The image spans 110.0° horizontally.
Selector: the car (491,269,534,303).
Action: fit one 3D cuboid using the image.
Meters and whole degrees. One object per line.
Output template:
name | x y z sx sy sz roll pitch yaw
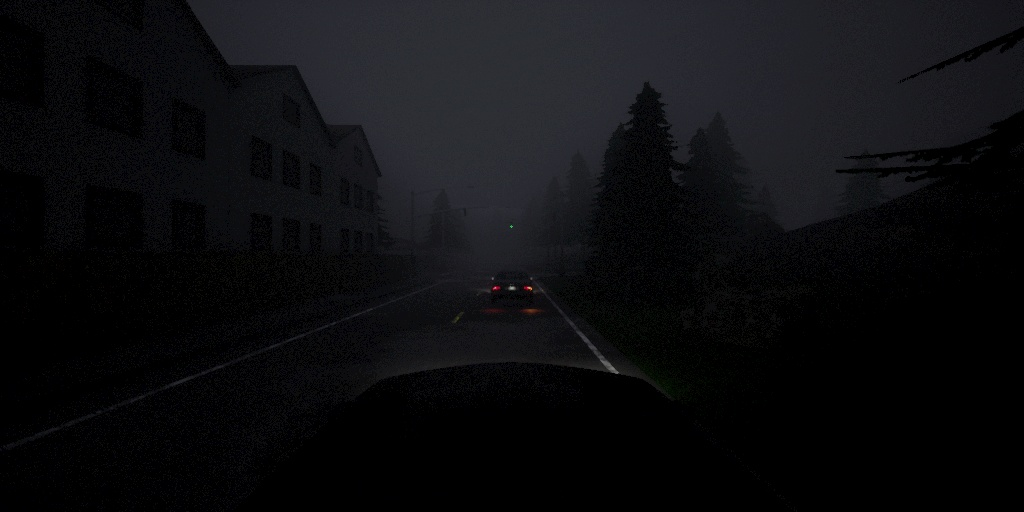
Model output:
car | 0.000 1.310 16.500 2.033 1.411 5.357 0 0 0
